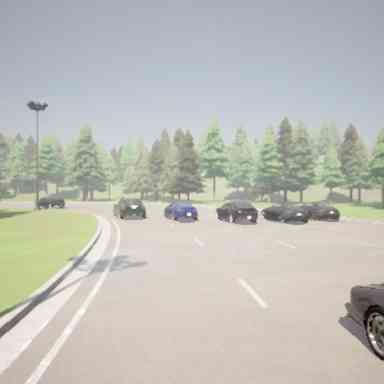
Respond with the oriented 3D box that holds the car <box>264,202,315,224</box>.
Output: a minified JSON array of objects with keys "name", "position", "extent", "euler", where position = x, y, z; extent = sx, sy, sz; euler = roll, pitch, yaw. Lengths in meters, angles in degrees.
[{"name":"car","position":[6.828,1.513,24.817],"extent":[1.994,1.385,4.181],"euler":[0,0,-16]}]

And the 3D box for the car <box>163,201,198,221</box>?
[{"name":"car","position":[-0.950,1.472,26.505],"extent":[1.812,1.442,4.674],"euler":[0,0,-18]}]

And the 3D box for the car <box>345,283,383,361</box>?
[{"name":"car","position":[3.499,1.541,2.843],"extent":[2.033,1.411,5.357],"euler":[0,0,-4]}]

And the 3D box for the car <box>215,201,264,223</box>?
[{"name":"car","position":[3.209,1.454,24.863],"extent":[1.837,1.490,4.892],"euler":[0,0,-16]}]

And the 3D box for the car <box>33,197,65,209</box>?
[{"name":"car","position":[-18.913,1.411,43.996],"extent":[4.892,1.490,1.837],"euler":[-2,-1,30]}]

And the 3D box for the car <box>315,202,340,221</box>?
[{"name":"car","position":[9.881,1.509,26.815],"extent":[1.994,1.385,4.181],"euler":[0,0,-16]}]

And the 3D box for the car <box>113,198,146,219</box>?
[{"name":"car","position":[-5.459,1.294,28.540],"extent":[2.097,1.767,4.553],"euler":[0,0,-22]}]
